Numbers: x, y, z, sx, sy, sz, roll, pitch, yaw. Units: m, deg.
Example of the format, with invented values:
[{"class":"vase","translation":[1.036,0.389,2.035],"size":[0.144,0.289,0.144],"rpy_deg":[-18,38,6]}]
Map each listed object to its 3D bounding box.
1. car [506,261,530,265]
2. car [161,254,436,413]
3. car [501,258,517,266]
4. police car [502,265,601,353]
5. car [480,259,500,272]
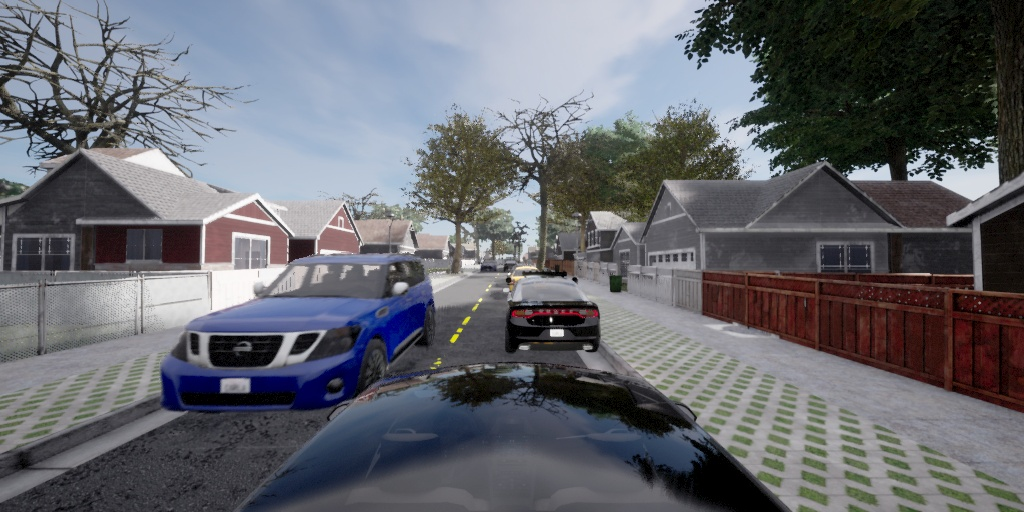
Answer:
[{"class":"car","translation":[0.747,1.221,19.111],"size":[1.801,1.575,5.366],"rpy_deg":[0,0,0]},{"class":"car","translation":[-2.858,0.974,6.425],"size":[2.150,2.045,5.566],"rpy_deg":[0,0,-1]},{"class":"car","translation":[-0.172,1.345,49.573],"size":[1.882,1.535,5.008],"rpy_deg":[0,0,0]},{"class":"police car","translation":[0.795,1.181,9.025],"size":[1.930,1.638,5.238],"rpy_deg":[0,0,0]},{"class":"car","translation":[-3.055,1.209,47.212],"size":[2.097,1.767,4.553],"rpy_deg":[0,0,0]}]
